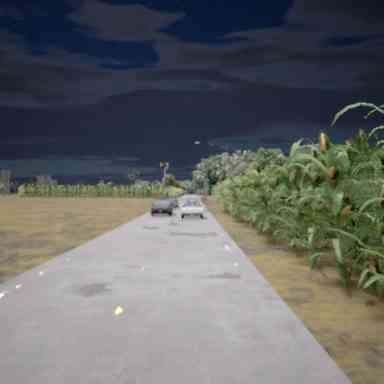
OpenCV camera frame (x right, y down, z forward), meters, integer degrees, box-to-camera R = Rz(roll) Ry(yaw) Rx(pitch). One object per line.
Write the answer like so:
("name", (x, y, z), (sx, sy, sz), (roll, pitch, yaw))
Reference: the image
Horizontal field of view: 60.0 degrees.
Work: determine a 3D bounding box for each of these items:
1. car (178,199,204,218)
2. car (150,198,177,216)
("car", (0.018, 1.545, 28.981), (1.895, 1.301, 4.718), (0, 0, 0))
("car", (-2.748, 1.417, 31.360), (1.882, 1.535, 5.008), (0, 0, 0))
